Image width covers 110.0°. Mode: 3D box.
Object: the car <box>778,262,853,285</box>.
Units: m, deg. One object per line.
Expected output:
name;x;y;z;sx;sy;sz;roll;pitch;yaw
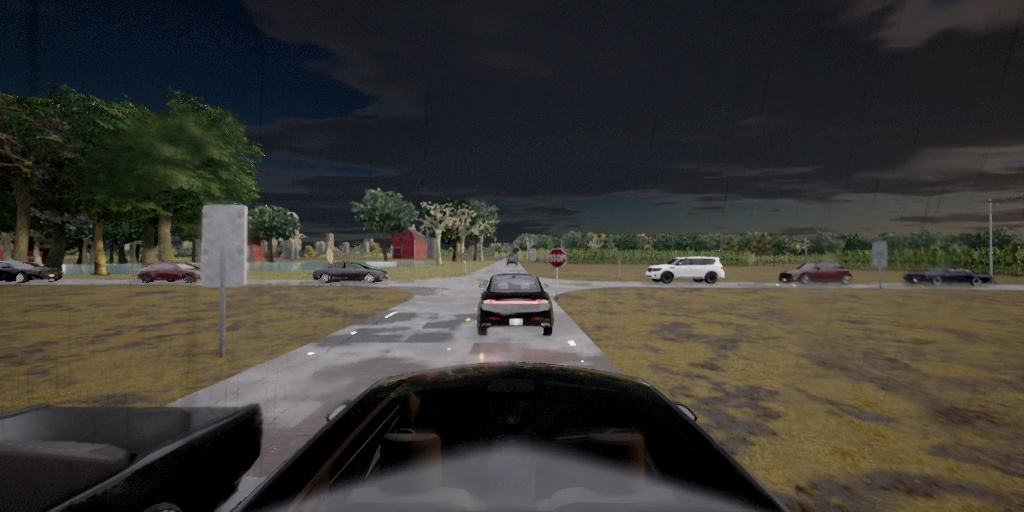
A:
car;23.343;1.281;27.734;4.553;1.767;2.097;0;-1;0

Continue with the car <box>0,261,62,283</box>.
car;-34.321;1.079;24.791;5.008;1.535;1.882;0;-1;0

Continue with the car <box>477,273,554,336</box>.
car;0.061;1.240;10.333;2.128;1.511;4.902;0;0;-1

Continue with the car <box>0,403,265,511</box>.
car;-2.844;1.351;0.515;1.895;1.301;4.718;0;0;0

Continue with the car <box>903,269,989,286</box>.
car;33.425;1.617;27.724;4.718;1.301;1.895;1;-1;0

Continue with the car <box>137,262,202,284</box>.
car;-23.048;1.149;24.784;4.674;1.442;1.812;0;-1;0

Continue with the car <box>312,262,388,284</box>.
car;-11.237;1.179;25.123;4.892;1.490;1.837;0;-1;-5

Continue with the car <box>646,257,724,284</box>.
car;13.347;1.077;27.762;5.566;2.045;2.150;0;-1;1
